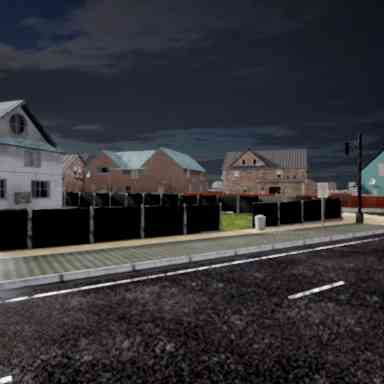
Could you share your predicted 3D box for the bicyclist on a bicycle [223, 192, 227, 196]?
[{"bbox_3d":[3.831,0.778,38.718,0.582,1.620,1.656,1,1,19],"label":"bicyclist on a bicycle"}]
